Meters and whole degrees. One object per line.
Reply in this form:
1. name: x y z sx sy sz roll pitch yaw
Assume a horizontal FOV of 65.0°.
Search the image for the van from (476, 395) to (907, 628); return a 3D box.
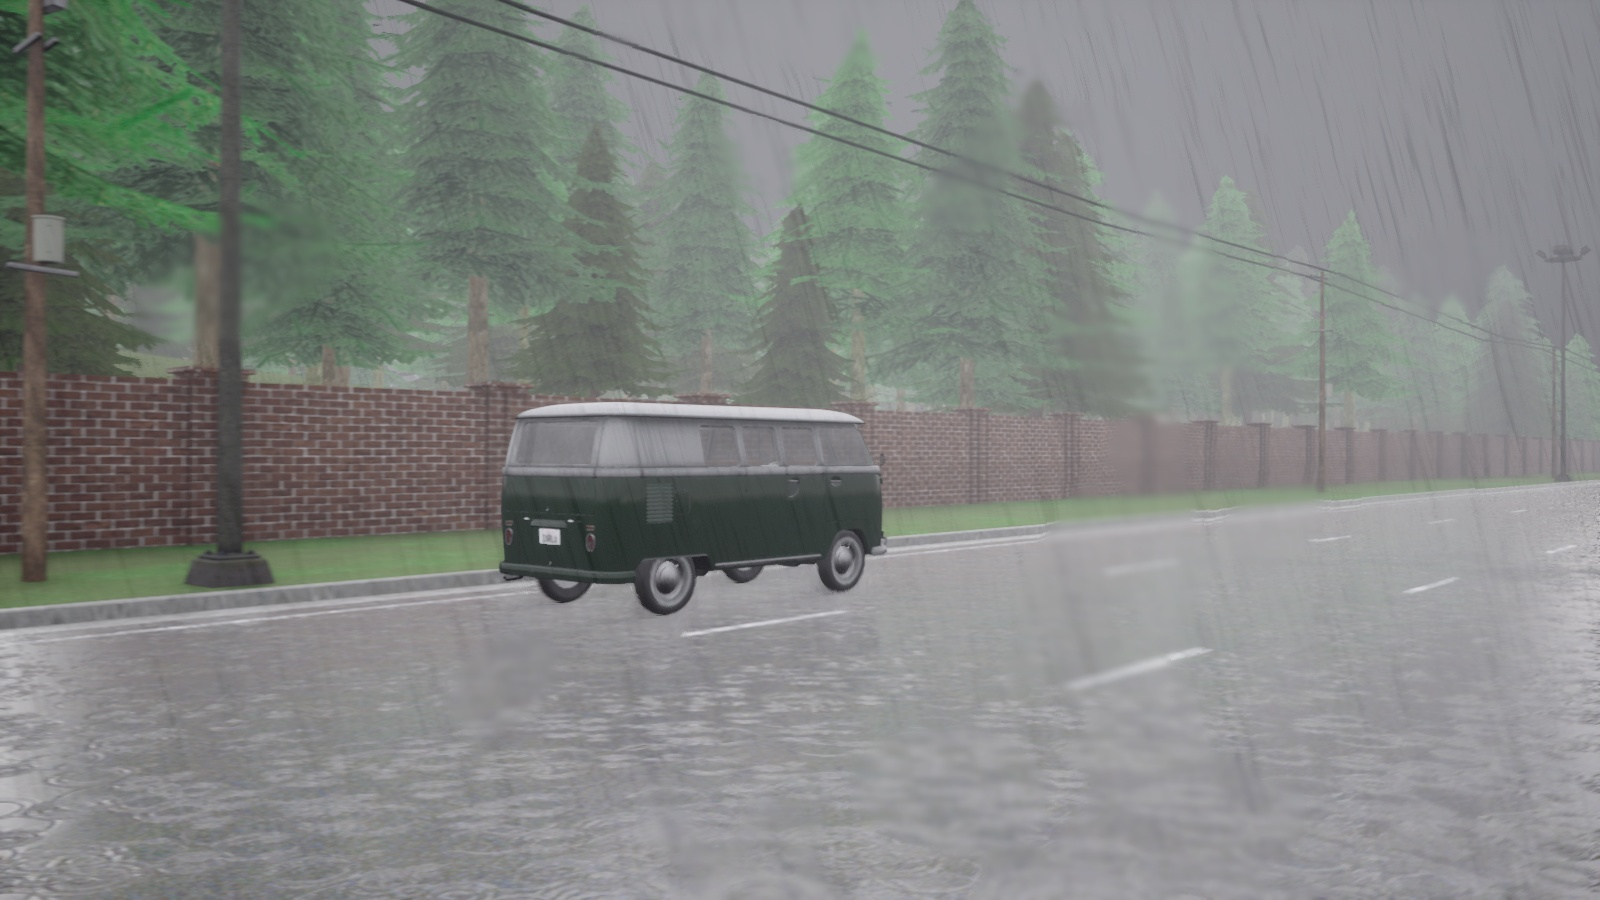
1. van: -0.935 0.531 12.974 1.775 1.987 4.442 0 0 41
